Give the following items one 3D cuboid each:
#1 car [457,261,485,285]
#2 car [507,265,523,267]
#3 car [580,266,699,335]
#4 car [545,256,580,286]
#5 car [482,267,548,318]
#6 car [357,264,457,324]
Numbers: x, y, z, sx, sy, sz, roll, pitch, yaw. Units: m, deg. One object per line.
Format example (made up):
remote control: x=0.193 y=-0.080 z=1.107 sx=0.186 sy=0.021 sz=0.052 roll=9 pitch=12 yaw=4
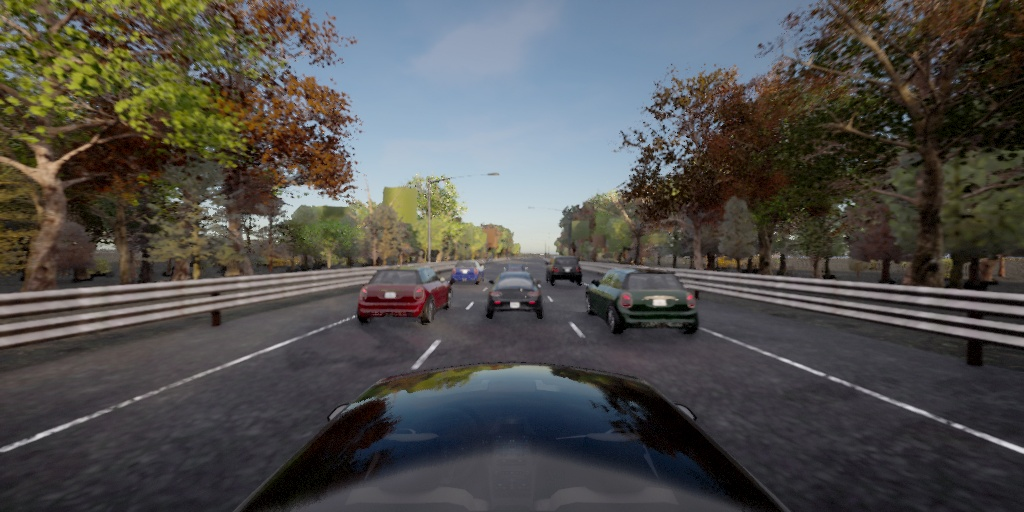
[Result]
car: x=-3.266 y=1.153 z=27.277 sx=2.097 sy=1.767 sz=4.553 roll=0 pitch=0 yaw=1
car: x=0.252 y=1.368 z=28.197 sx=1.994 sy=1.385 sz=4.181 roll=0 pitch=0 yaw=1
car: x=3.586 y=1.126 z=10.772 sx=2.097 sy=1.767 sz=4.553 roll=0 pitch=0 yaw=1
car: x=3.718 y=1.026 z=26.353 sx=2.150 sy=2.045 sz=5.566 roll=0 pitch=0 yaw=1
car: x=0.111 y=1.299 z=13.032 sx=1.812 sy=1.442 sz=4.674 roll=0 pitch=0 yaw=1
car: x=-3.398 y=1.123 z=12.221 sx=2.097 sy=1.767 sz=4.553 roll=0 pitch=0 yaw=1
